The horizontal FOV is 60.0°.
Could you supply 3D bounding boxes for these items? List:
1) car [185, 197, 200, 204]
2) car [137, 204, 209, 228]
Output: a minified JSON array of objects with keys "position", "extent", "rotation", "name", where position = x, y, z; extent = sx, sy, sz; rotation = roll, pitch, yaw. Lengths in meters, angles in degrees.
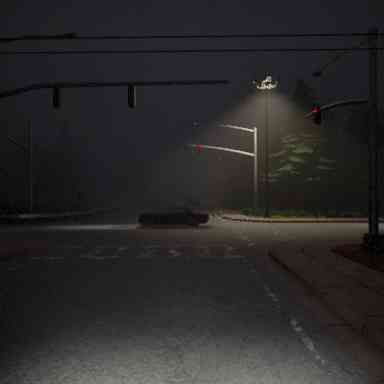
[{"position":[0.105,1.467,49.247],"extent":[2.097,1.767,4.553],"rotation":[0,0,0],"name":"car"},{"position":[-1.226,1.678,22.285],"extent":[4.718,1.301,1.895],"rotation":[0,0,1],"name":"car"}]
